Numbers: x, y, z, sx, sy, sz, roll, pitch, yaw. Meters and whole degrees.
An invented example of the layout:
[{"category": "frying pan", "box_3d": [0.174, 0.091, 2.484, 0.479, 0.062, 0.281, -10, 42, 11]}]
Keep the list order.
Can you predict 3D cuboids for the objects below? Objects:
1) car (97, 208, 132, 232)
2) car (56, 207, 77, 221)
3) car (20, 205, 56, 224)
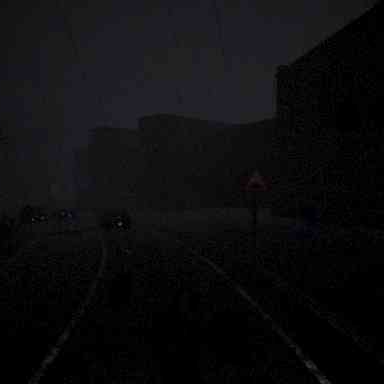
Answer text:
[{"category": "car", "box_3d": [-5.750, 1.961, 24.337, 2.128, 1.511, 4.902, -2, 0, -24]}, {"category": "car", "box_3d": [-15.167, 2.544, 39.132, 1.812, 1.442, 4.674, -3, 0, -39]}, {"category": "car", "box_3d": [-17.148, 2.450, 36.292, 2.150, 2.045, 5.566, -3, 0, -40]}]
